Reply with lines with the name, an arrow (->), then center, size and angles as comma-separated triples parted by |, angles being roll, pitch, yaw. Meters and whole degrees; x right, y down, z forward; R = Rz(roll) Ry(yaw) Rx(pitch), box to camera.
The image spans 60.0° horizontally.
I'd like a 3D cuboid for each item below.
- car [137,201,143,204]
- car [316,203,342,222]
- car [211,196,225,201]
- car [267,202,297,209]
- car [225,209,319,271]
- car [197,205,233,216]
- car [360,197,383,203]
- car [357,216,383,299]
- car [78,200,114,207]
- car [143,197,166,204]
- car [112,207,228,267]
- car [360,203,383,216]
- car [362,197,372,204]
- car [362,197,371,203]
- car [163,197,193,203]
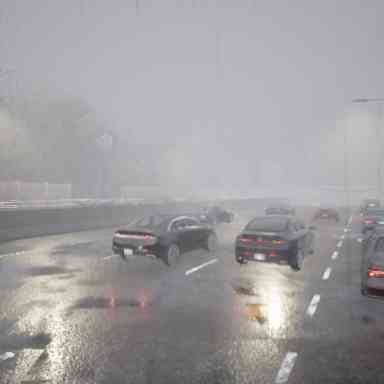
car -> -6.011, 1.639, 47.876 | 1.837, 1.490, 4.892 | 0, -1, 27
car -> 11.163, 1.618, 27.294 | 1.812, 1.442, 4.674 | 0, 0, 27
car -> 6.223, 1.761, 79.259 | 2.128, 1.511, 4.902 | 0, 0, 27
car -> 7.504, 1.593, 27.820 | 1.837, 1.490, 4.892 | 0, 0, 27
car -> 2.958, 1.539, 11.280 | 1.837, 1.490, 4.892 | 0, 0, 27
car -> 1.261, 1.614, 23.321 | 2.033, 1.411, 5.357 | 0, 0, 27
car -> 19.277, 1.480, 35.666 | 2.097, 1.767, 4.553 | 0, 0, 27
car -> 5.151, 1.575, 8.127 | 2.033, 1.411, 5.357 | 0, 0, 27
car -> -12.406, 1.709, 43.110 | 1.895, 1.301, 4.718 | 0, 0, 27
car -> -3.941, 1.474, 44.256 | 2.097, 1.767, 4.553 | 0, 0, 27
car -> -0.723, 1.523, 11.774 | 2.128, 1.511, 4.902 | 0, 0, 27
car -> 10.795, 1.614, 19.110 | 2.033, 1.411, 5.357 | 0, 0, 27
car -> 38.472, 1.808, 73.118 | 1.882, 1.535, 5.008 | 0, 0, 27
car -> 43.954, 1.930, 83.814 | 2.128, 1.511, 4.902 | 0, 0, 27
car -> -1.051, 1.669, 42.232 | 2.033, 1.411, 5.357 | 0, 0, 27
